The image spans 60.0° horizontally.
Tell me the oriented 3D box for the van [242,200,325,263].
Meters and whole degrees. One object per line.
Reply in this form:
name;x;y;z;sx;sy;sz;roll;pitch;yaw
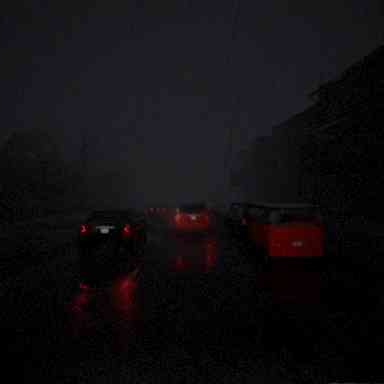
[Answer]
van;3.215;1.332;12.292;1.878;1.987;4.442;0;0;0

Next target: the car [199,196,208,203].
car;3.120;1.916;89.495;2.185;1.767;4.553;0;0;0

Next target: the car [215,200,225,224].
car;3.202;1.700;28.621;2.002;1.452;4.674;0;0;0

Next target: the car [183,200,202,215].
car;0.067;1.736;38.841;2.128;1.511;4.902;0;0;0

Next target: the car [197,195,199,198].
car;3.139;1.721;78.505;2.435;2.045;5.566;0;0;0

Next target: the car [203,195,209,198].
car;3.184;1.673;50.694;2.185;1.767;4.553;0;0;0

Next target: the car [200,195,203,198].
car;3.157;1.903;67.294;2.231;1.521;4.892;0;0;0

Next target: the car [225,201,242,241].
car;3.210;1.466;17.669;2.185;1.767;4.553;0;0;0

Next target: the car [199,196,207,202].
car;3.110;2.074;95.236;1.946;1.575;5.366;0;0;0

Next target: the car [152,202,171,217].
car;-3.178;1.760;33.838;2.033;1.411;5.357;0;0;0

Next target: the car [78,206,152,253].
car;-3.162;1.442;14.165;2.097;1.767;4.553;0;0;0

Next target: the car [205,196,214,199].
car;3.186;1.762;45.384;1.946;1.575;5.366;0;0;0

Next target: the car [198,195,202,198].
car;3.150;1.938;72.820;2.231;1.521;4.892;0;0;0

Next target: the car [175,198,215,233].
car;0.082;1.482;20.612;2.097;1.767;4.553;0;0;0

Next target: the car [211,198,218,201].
car;3.196;1.696;34.142;2.231;1.521;4.892;0;0;0
